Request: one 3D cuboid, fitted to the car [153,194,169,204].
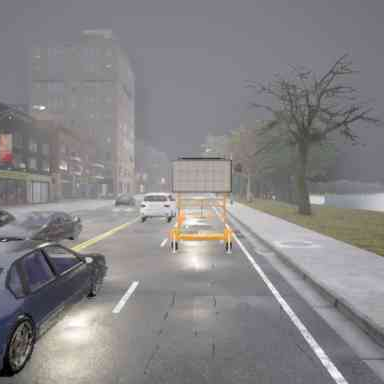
[{"bbox_3d":[-5.096,1.055,55.227,2.128,1.511,4.902,0,1,2],"label":"car"}]

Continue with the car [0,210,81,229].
[{"bbox_3d":[-6.203,1.503,13.749,2.033,1.411,5.357,0,0,2],"label":"car"}]

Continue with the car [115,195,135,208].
[{"bbox_3d":[-8.672,1.176,43.318,1.882,1.535,5.008,0,1,2],"label":"car"}]

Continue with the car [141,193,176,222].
[{"bbox_3d":[-2.451,1.089,25.162,2.150,2.045,5.566,0,1,2],"label":"car"}]

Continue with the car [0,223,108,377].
[{"bbox_3d":[-2.974,1.542,5.485,2.033,1.411,5.357,0,0,1],"label":"car"}]

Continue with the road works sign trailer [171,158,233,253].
[{"bbox_3d":[0.391,0.420,13.456,2.380,3.560,2.880,0,0,2],"label":"road works sign trailer"}]
